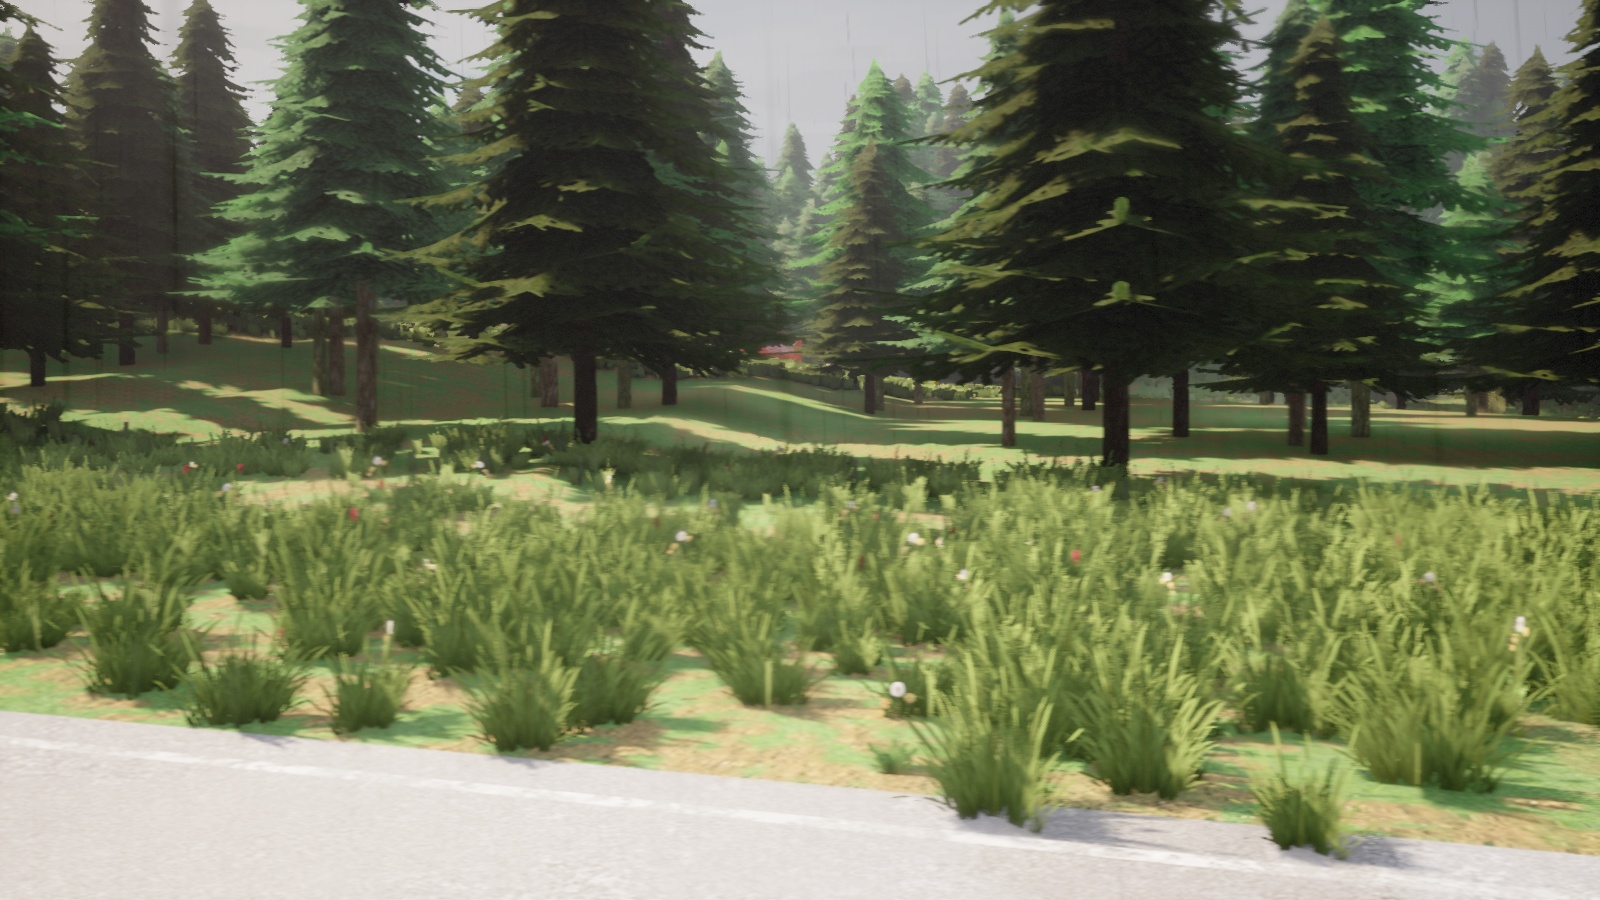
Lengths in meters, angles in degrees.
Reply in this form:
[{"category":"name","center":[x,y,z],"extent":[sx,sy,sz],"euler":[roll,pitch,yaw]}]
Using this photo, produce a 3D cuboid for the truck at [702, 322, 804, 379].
[{"category":"truck","center":[-2.657,-5.651,71.873],"extent":[5.204,2.467,2.627],"euler":[6,-3,-43]}]
